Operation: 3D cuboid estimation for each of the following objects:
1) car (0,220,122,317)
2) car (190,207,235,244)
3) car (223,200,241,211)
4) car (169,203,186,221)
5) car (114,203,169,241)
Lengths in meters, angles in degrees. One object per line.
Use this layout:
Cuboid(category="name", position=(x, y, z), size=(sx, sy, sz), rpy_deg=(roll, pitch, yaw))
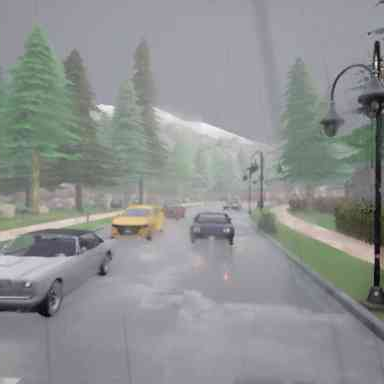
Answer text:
Cuboid(category="car", position=(-3.227, 1.556, 7.516), size=(1.895, 1.301, 4.718), rpy_deg=(1, 0, 3))
Cuboid(category="car", position=(0.971, 1.615, 15.948), size=(1.895, 1.301, 4.718), rpy_deg=(1, 0, 4))
Cuboid(category="car", position=(5.249, 1.679, 42.914), size=(1.895, 1.301, 4.718), rpy_deg=(1, 0, 15))
Cuboid(category="car", position=(-1.701, 1.582, 26.885), size=(1.895, 1.301, 4.718), rpy_deg=(1, 0, 7))
Cuboid(category="car", position=(-2.612, 1.444, 16.883), size=(1.882, 1.535, 5.008), rpy_deg=(1, 0, 4))
